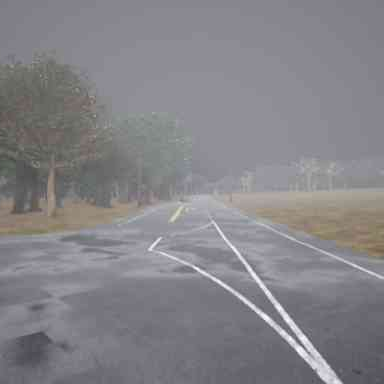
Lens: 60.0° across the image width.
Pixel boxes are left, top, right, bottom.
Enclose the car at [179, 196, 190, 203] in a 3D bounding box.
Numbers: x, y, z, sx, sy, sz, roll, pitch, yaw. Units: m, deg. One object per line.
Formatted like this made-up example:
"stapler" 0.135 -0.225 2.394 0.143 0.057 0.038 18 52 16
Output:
"car" -1.718 1.714 75.301 1.882 1.535 5.008 0 0 8
